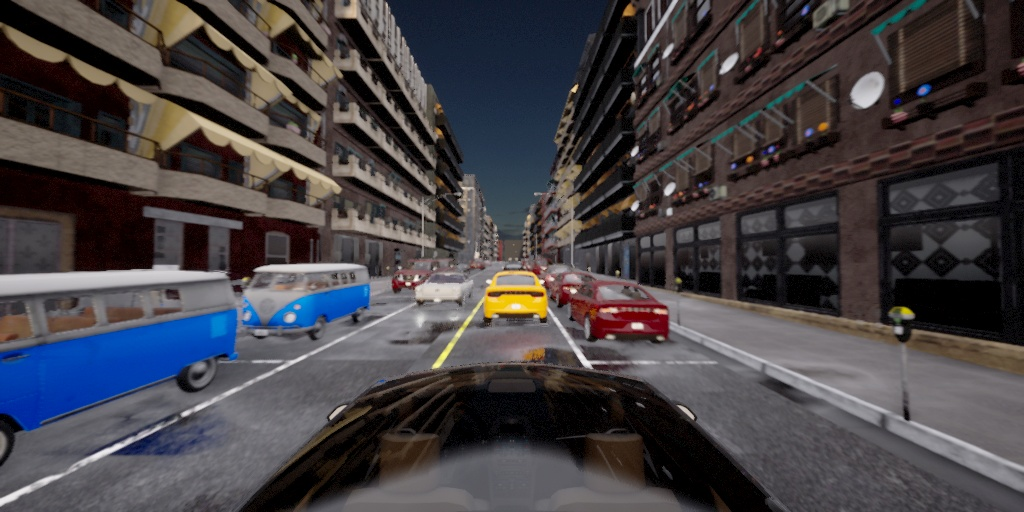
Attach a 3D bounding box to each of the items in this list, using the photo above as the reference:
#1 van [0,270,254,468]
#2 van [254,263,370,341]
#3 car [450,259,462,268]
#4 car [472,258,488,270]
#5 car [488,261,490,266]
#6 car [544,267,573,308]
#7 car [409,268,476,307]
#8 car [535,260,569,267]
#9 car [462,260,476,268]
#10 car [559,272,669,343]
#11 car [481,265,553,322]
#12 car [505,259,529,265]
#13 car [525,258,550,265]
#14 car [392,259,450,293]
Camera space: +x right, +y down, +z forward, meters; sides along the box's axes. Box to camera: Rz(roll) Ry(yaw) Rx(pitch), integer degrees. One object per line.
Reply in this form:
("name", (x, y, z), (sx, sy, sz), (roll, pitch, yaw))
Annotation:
("van", (-5.315, 1.089, 4.155), (1.690, 1.789, 3.998), (0, 0, 0))
("van", (-5.307, 1.101, 9.686), (1.690, 1.789, 3.998), (0, 0, 0))
("car", (-5.282, 1.119, 26.276), (2.192, 1.841, 5.009), (0, 0, 0))
("car", (-5.241, 1.223, 53.927), (2.192, 1.841, 5.009), (0, 0, 0))
("car", (-5.233, 1.481, 59.458), (1.888, 1.381, 4.507), (0, 0, 0))
("car", (2.583, 1.328, 15.143), (1.888, 1.381, 4.507), (0, 0, 0))
("car", (-2.825, 1.379, 15.794), (1.895, 1.301, 4.718), (0, 0, 0))
("car", (2.599, 1.238, 20.674), (1.967, 1.591, 4.097), (0, 0, 0))
("car", (-5.266, 1.406, 37.339), (1.948, 1.339, 4.313), (0, 0, 0))
("car", (2.575, 1.315, 9.613), (1.888, 1.381, 4.507), (0, 0, 0))
("car", (0.112, 1.250, 12.368), (1.882, 1.535, 5.008), (0, 0, 0))
("car", (0.140, 1.299, 29.969), (1.882, 1.535, 5.008), (0, 0, 0))
("car", (2.574, 1.145, 31.736), (2.192, 1.841, 5.009), (0, 0, 0))
("car", (-5.291, 1.103, 20.747), (2.192, 1.841, 5.009), (0, 0, 0))
